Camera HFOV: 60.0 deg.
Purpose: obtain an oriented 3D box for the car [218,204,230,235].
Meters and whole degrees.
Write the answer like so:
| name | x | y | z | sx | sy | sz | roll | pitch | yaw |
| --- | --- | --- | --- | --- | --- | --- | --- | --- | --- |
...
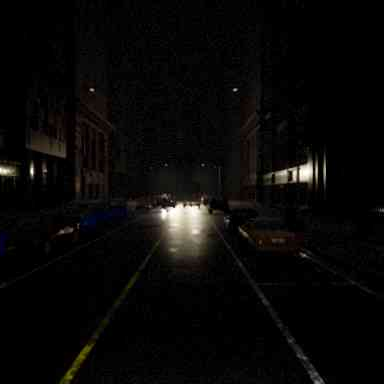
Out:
| name | x | y | z | sx | sy | sz | roll | pitch | yaw |
| --- | --- | --- | --- | --- | --- | --- | --- | --- | --- |
| car | 2.760 | 1.560 | 18.425 | 1.947 | 1.339 | 4.313 | 0 | 0 | 0 |

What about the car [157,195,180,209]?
| name | x | y | z | sx | sy | sz | roll | pitch | yaw |
| --- | --- | --- | --- | --- | --- | --- | --- | --- | --- |
| car | -3.096 | 1.486 | 44.753 | 2.128 | 1.511 | 4.902 | 0 | 0 | 0 |

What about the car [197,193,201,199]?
| name | x | y | z | sx | sy | sz | roll | pitch | yaw |
| --- | --- | --- | --- | --- | --- | --- | --- | --- | --- |
| car | 2.748 | 1.591 | 80.232 | 1.802 | 1.307 | 4.206 | 0 | 0 | 0 |

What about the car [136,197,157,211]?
| name | x | y | z | sx | sy | sz | roll | pitch | yaw |
| --- | --- | --- | --- | --- | --- | --- | --- | --- | --- |
| car | -5.769 | 1.519 | 40.718 | 1.752 | 1.417 | 4.829 | 0 | 0 | 0 |

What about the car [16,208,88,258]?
| name | x | y | z | sx | sy | sz | roll | pitch | yaw |
| --- | --- | --- | --- | --- | --- | --- | --- | --- | --- |
| car | -5.764 | 1.540 | 12.797 | 1.887 | 1.381 | 4.507 | 0 | 0 | 0 |

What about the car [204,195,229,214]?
| name | x | y | z | sx | sy | sz | roll | pitch | yaw |
| --- | --- | --- | --- | --- | --- | --- | --- | --- | --- |
| car | 2.757 | 1.308 | 35.282 | 2.192 | 1.841 | 5.009 | 0 | 0 | 0 |

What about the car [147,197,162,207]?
| name | x | y | z | sx | sy | sz | roll | pitch | yaw |
| --- | --- | --- | --- | --- | --- | --- | --- | --- | --- |
| car | -5.772 | 1.541 | 52.125 | 1.887 | 1.381 | 4.507 | 0 | 0 | 0 |

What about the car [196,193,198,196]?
| name | x | y | z | sx | sy | sz | roll | pitch | yaw |
| --- | --- | --- | --- | --- | --- | --- | --- | --- | --- |
| car | 2.746 | 1.541 | 91.639 | 1.752 | 1.417 | 4.829 | 0 | 0 | 0 |

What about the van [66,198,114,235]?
| name | x | y | z | sx | sy | sz | roll | pitch | yaw |
| --- | --- | --- | --- | --- | --- | --- | --- | --- | --- |
| van | -5.765 | 1.335 | 18.415 | 1.690 | 1.788 | 3.998 | 0 | 0 | 0 |

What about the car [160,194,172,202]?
| name | x | y | z | sx | sy | sz | roll | pitch | yaw |
| --- | --- | --- | --- | --- | --- | --- | --- | --- | --- |
| car | -5.776 | 1.322 | 74.599 | 2.192 | 1.841 | 5.009 | 0 | 0 | 0 |

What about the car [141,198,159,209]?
| name | x | y | z | sx | sy | sz | roll | pitch | yaw |
| --- | --- | --- | --- | --- | --- | --- | --- | --- | --- |
| car | -5.771 | 1.545 | 46.513 | 2.008 | 1.369 | 4.403 | 0 | 0 | 0 |

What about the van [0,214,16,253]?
| name | x | y | z | sx | sy | sz | roll | pitch | yaw |
| --- | --- | --- | --- | --- | --- | --- | --- | --- | --- |
| van | -5.763 | 1.338 | 7.178 | 1.690 | 1.788 | 3.998 | 0 | 0 | 0 |

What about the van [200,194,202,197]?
| name | x | y | z | sx | sy | sz | roll | pitch | yaw |
| --- | --- | --- | --- | --- | --- | --- | --- | --- | --- |
| van | 2.752 | 1.340 | 57.757 | 1.690 | 1.788 | 3.998 | 0 | 0 | 0 |

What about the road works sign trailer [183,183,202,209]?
| name | x | y | z | sx | sy | sz | roll | pitch | yaw |
| --- | --- | --- | --- | --- | --- | --- | --- | --- | --- |
| road works sign trailer | -0.008 | 0.459 | 45.504 | 2.380 | 3.560 | 2.880 | 0 | 0 | 0 |

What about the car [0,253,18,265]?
| name | x | y | z | sx | sy | sz | roll | pitch | yaw |
| --- | --- | --- | --- | --- | --- | --- | --- | --- | --- |
| car | -3.101 | 1.491 | 1.387 | 2.128 | 1.511 | 4.902 | 0 | 0 | 0 |

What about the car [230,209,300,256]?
| name | x | y | z | sx | sy | sz | roll | pitch | yaw |
| --- | --- | --- | --- | --- | --- | --- | --- | --- | --- |
| car | 2.761 | 1.521 | 12.977 | 1.752 | 1.417 | 4.829 | 0 | 0 | 0 |

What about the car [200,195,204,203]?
| name | x | y | z | sx | sy | sz | roll | pitch | yaw |
| --- | --- | --- | --- | --- | --- | --- | --- | --- | --- |
| car | 2.753 | 1.548 | 52.138 | 2.008 | 1.369 | 4.403 | 0 | 0 | 0 |

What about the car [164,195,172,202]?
| name | x | y | z | sx | sy | sz | roll | pitch | yaw |
| --- | --- | --- | --- | --- | --- | --- | --- | --- | --- |
| car | -5.777 | 1.534 | 80.048 | 1.752 | 1.417 | 4.829 | 0 | 0 | 0 |

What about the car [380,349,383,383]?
| name | x | y | z | sx | sy | sz | roll | pitch | yaw |
| --- | --- | --- | --- | --- | --- | --- | --- | --- | --- |
| car | 2.763 | 1.565 | 1.569 | 1.947 | 1.339 | 4.313 | 0 | 0 | 0 |

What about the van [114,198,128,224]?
| name | x | y | z | sx | sy | sz | roll | pitch | yaw |
| --- | --- | --- | --- | --- | --- | --- | --- | --- | --- |
| van | -5.766 | 1.334 | 24.034 | 1.690 | 1.788 | 3.998 | 0 | 0 | 0 |
